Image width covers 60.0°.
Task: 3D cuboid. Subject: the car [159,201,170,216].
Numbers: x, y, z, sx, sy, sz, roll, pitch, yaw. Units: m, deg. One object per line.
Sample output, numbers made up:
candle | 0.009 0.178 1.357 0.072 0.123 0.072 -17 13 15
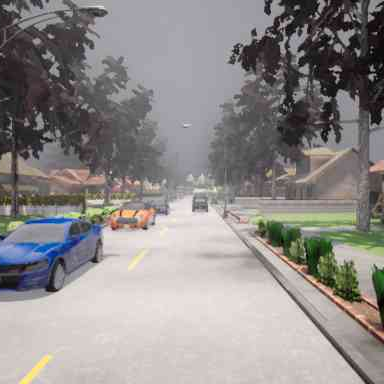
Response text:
car | -3.303 1.599 33.362 1.994 1.385 4.181 0 0 2

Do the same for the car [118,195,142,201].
car | -14.816 1.408 79.153 5.357 1.415 2.033 0 0 1

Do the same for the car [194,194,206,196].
car | 1.193 1.273 49.844 2.150 2.045 5.566 0 0 2

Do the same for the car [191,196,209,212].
car | 0.979 1.546 39.679 1.837 1.490 4.892 0 0 2

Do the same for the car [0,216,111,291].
car | -3.919 1.487 9.213 1.882 1.535 5.008 0 0 1

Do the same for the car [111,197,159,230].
car | -3.605 1.377 20.922 2.097 1.767 4.553 0 0 2
